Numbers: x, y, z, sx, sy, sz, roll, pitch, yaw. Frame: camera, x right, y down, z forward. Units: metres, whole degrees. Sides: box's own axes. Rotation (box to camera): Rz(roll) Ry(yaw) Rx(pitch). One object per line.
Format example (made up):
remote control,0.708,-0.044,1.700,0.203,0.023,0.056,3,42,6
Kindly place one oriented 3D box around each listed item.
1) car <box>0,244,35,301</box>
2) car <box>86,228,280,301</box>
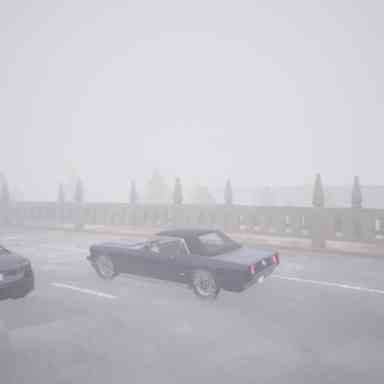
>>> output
car,-5.316,1.555,7.111,4.181,1.385,1.994,0,0,31
car,-0.413,1.574,8.260,4.718,1.301,1.895,0,0,32
